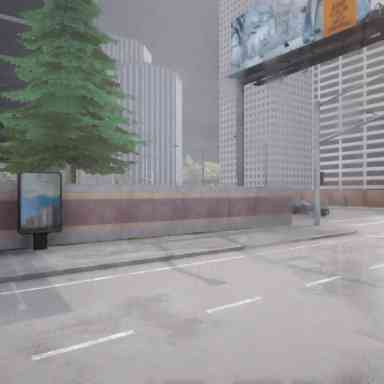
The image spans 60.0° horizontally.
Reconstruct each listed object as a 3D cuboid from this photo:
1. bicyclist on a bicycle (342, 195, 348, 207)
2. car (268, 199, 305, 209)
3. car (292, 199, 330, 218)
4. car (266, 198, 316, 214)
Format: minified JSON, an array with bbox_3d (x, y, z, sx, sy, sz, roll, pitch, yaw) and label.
[{"bbox_3d":[21.307,1.301,46.345,1.656,1.620,0.582,0,0,-35],"label":"bicyclist on a bicycle"},{"bbox_3d":[12.888,1.601,45.592,1.895,1.301,4.718,0,0,-35],"label":"car"},{"bbox_3d":[10.241,1.478,30.850,1.882,1.535,5.008,0,0,-35],"label":"car"},{"bbox_3d":[10.713,1.491,36.242,2.128,1.511,4.902,0,0,-35],"label":"car"}]
